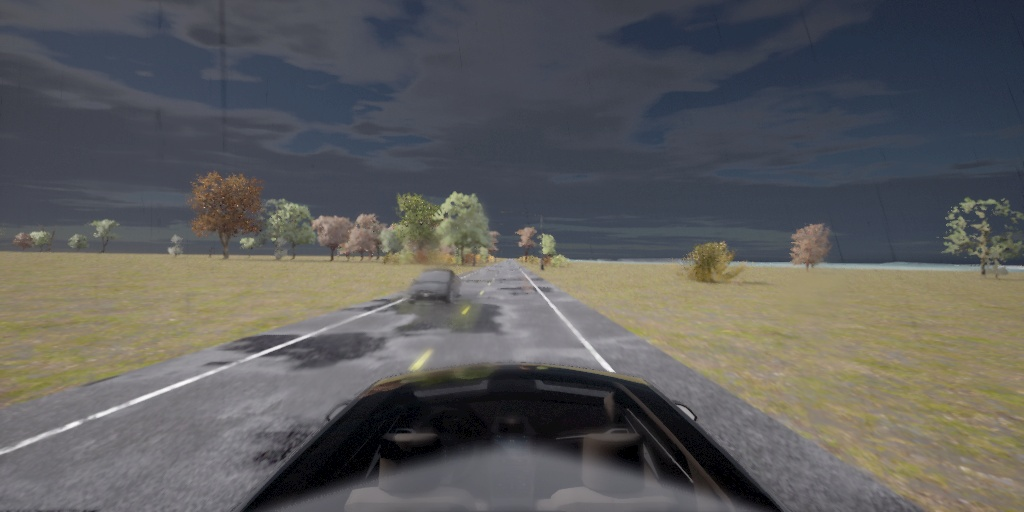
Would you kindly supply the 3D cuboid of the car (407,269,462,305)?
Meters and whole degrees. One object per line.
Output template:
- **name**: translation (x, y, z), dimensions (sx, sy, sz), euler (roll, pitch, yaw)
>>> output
- **car**: translation (-3.532, 1.392, 17.090), dimensions (1.837, 1.490, 4.892), euler (0, -1, 0)
